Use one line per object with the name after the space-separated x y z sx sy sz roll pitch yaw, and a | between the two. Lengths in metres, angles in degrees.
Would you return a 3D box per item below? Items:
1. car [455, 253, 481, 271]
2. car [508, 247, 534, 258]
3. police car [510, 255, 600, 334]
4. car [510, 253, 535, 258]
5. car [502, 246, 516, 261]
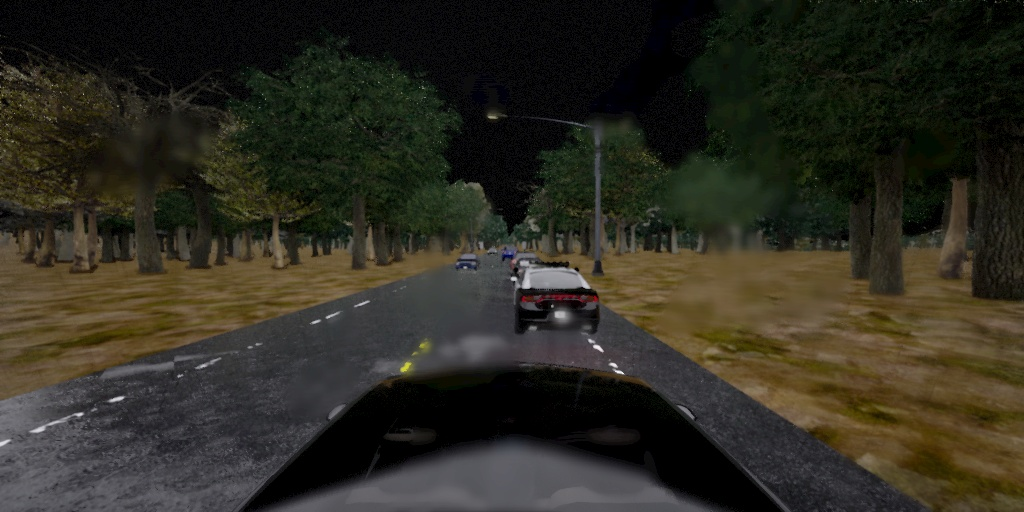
-3.774 0.478 31.525 2.033 1.411 5.357 0 2 0 | car
0.908 0.440 25.804 2.097 1.767 4.553 0 2 0 | car
1.002 0.952 9.948 1.930 1.638 5.238 0 2 0 | police car
0.944 0.782 19.839 1.812 1.442 4.674 0 2 0 | car
-0.257 -0.371 49.821 2.150 2.045 5.566 0 1 0 | car
